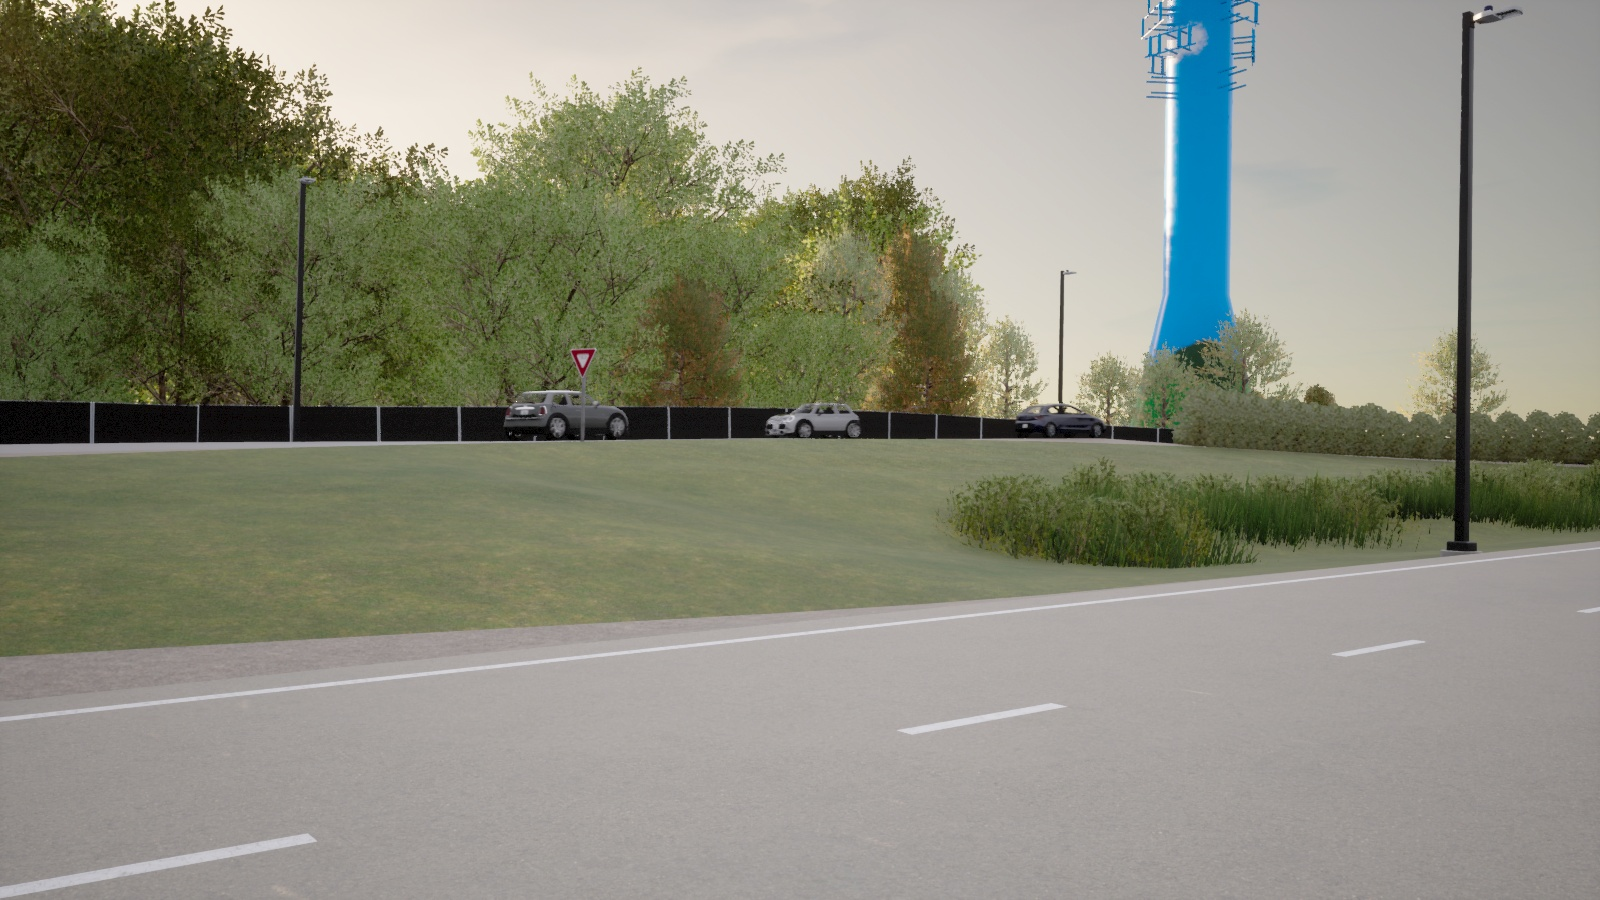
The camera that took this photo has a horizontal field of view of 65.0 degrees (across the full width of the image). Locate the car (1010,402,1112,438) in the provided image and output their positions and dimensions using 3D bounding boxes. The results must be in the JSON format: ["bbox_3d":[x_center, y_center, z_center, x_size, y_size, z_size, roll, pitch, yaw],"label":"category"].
[{"bbox_3d":[11.107,-1.253,53.315,4.193,1.474,1.816,-1,0,-34],"label":"car"}]

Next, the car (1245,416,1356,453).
[{"bbox_3d":[24.407,-0.710,61.221,5.008,1.535,1.882,2,-2,-21],"label":"car"}]

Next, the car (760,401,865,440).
[{"bbox_3d":[0.513,-1.175,50.191,3.806,1.475,1.970,-1,0,-37],"label":"car"}]

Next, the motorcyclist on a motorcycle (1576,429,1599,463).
[{"bbox_3d":[39.750,-0.172,61.923,2.350,1.649,0.766,2,0,8],"label":"motorcyclist on a motorcycle"}]

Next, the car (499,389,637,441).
[{"bbox_3d":[-6.894,-1.027,37.661,1.970,1.475,3.806,0,1,34],"label":"car"}]
